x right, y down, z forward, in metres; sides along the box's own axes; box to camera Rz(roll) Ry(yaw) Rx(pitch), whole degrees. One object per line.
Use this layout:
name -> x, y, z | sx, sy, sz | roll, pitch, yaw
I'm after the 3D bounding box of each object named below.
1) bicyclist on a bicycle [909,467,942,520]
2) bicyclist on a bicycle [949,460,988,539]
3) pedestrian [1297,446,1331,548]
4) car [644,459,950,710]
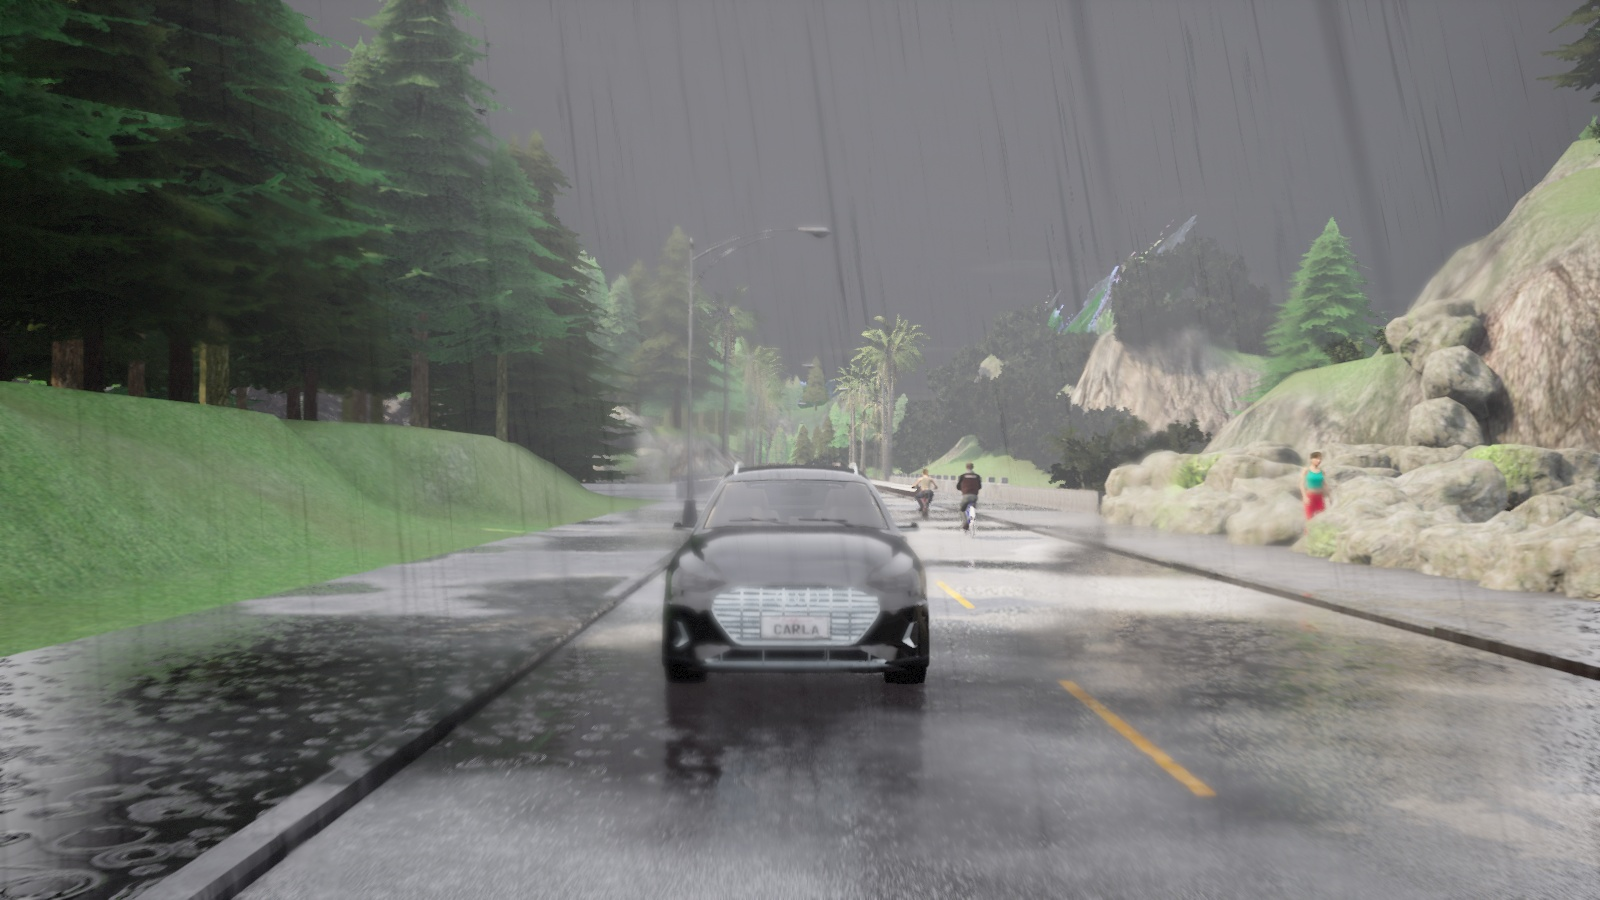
bicyclist on a bicycle -> 3.913, 1.358, 39.369 | 0.866, 1.612, 1.509 | 0, -1, 0
bicyclist on a bicycle -> 3.932, 1.134, 29.419 | 0.659, 1.776, 1.843 | 0, -1, 0
pedestrian -> 9.325, 0.847, 22.793 | 0.345, 1.836, 0.594 | 0, -1, 0
car -> -0.025, 0.912, 10.806 | 2.033, 1.649, 4.856 | 0, 0, 0
